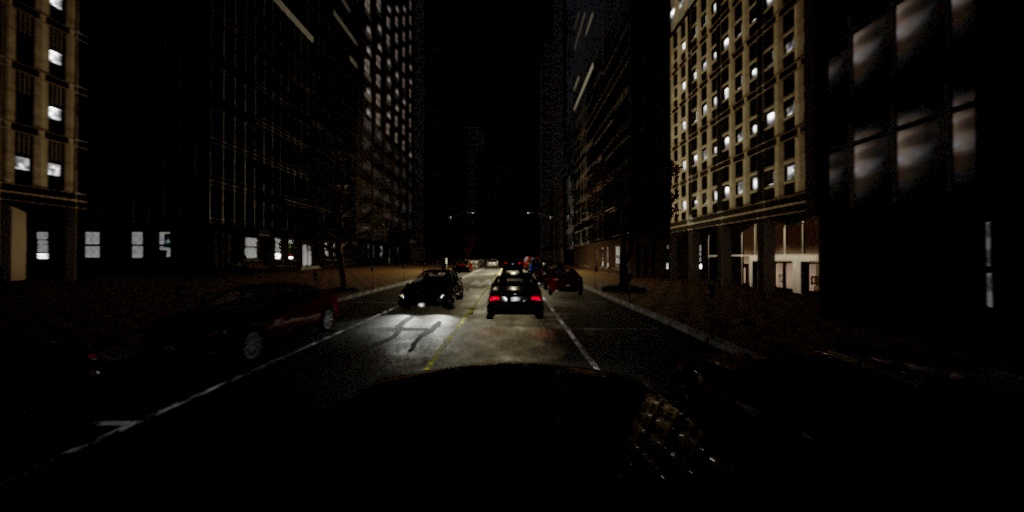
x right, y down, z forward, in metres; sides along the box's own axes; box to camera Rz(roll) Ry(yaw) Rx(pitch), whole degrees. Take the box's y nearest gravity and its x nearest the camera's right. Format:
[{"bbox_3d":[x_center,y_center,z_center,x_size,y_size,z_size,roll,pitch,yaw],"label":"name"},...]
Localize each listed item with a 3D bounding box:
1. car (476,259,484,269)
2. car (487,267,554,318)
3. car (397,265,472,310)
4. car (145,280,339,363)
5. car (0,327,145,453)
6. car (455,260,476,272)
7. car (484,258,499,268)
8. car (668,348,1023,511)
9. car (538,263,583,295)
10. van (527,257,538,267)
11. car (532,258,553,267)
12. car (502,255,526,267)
[{"bbox_3d":[-5.705,1.256,53.332,2.007,1.370,4.403,0,0,0],"label":"car"},{"bbox_3d":[0.096,1.290,12.890,2.033,1.411,5.357,0,0,0],"label":"car"},{"bbox_3d":[-3.104,1.288,14.926,2.033,1.411,5.357,0,0,0],"label":"car"},{"bbox_3d":[-5.691,1.291,8.189,1.888,1.381,4.507,0,0,0],"label":"car"},{"bbox_3d":[-5.689,1.332,2.546,1.802,1.307,4.207,0,0,0],"label":"car"},{"bbox_3d":[-5.701,1.157,42.047,1.967,1.591,4.097,0,0,0],"label":"car"},{"bbox_3d":[-3.017,1.145,57.138,1.812,1.442,4.674,0,0,0],"label":"car"},{"bbox_3d":[2.691,1.332,2.587,1.802,1.307,4.207,0,0,0],"label":"car"},{"bbox_3d":[2.686,1.282,19.512,1.888,1.381,4.507,0,0,0],"label":"car"},{"bbox_3d":[2.681,1.064,36.436,1.690,1.789,3.998,0,0,0],"label":"van"},{"bbox_3d":[2.684,1.172,25.153,1.967,1.591,4.097,0,0,0],"label":"car"},{"bbox_3d":[0.087,0.941,40.481,2.150,2.045,5.566,0,0,0],"label":"car"}]
